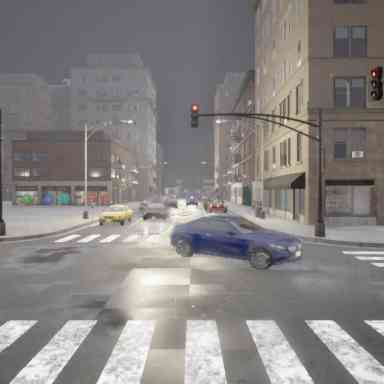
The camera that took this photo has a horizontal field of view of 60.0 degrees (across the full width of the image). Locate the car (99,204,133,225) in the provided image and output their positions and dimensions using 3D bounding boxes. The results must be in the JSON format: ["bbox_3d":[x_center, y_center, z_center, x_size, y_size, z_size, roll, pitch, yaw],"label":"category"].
[{"bbox_3d":[-5.394,1.526,23.900,1.752,1.417,4.829,0,0,0],"label":"car"}]

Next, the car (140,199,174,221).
[{"bbox_3d":[-2.856,1.548,27.332,2.033,1.411,5.357,0,0,0],"label":"car"}]

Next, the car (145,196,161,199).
[{"bbox_3d":[-5.398,1.553,41.056,2.008,1.369,4.403,0,0,0],"label":"car"}]

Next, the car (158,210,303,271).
[{"bbox_3d":[1.279,1.534,11.166,4.674,1.442,1.812,0,1,39],"label":"car"}]

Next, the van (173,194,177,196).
[{"bbox_3d":[-5.410,1.349,86.351,1.690,1.788,3.998,0,0,0],"label":"van"}]

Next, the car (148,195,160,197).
[{"bbox_3d":[-5.400,1.317,46.718,2.192,1.841,5.009,0,0,0],"label":"car"}]

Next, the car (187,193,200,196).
[{"bbox_3d":[-0.017,1.225,64.189,2.150,2.045,5.566,0,0,0],"label":"car"}]

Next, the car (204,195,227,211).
[{"bbox_3d":[2.628,1.441,35.396,1.967,1.590,4.097,0,0,0],"label":"car"}]

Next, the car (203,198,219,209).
[{"bbox_3d":[2.625,1.568,46.720,1.947,1.339,4.313,0,0,0],"label":"car"}]

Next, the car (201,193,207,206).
[{"bbox_3d":[2.627,1.317,41.058,2.192,1.841,5.009,0,0,0],"label":"car"}]

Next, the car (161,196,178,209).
[{"bbox_3d":[-2.843,1.603,44.408,1.895,1.301,4.718,0,0,0],"label":"car"}]

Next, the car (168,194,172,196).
[{"bbox_3d":[-5.404,1.586,63.704,1.802,1.307,4.206,0,0,0],"label":"car"}]

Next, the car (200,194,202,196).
[{"bbox_3d":[2.619,1.555,69.367,2.008,1.369,4.403,0,0,0],"label":"car"}]

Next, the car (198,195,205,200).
[{"bbox_3d":[2.613,1.575,92.015,1.947,1.339,4.313,0,0,0],"label":"car"}]

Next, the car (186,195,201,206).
[{"bbox_3d":[-0.014,1.604,53.887,1.895,1.301,4.718,0,0,0],"label":"car"}]

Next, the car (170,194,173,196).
[{"bbox_3d":[-5.406,1.530,69.196,1.752,1.417,4.829,0,0,0],"label":"car"}]
